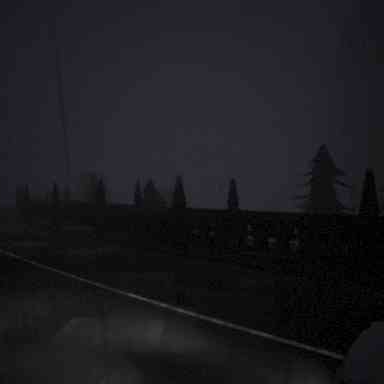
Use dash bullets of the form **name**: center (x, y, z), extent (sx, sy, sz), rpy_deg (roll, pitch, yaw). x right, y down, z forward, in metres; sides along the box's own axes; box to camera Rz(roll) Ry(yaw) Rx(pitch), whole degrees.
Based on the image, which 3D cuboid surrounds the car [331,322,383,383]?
- **car**: center (3.265, 1.620, 1.745), extent (4.718, 1.301, 1.895), rpy_deg (0, 0, 35)
